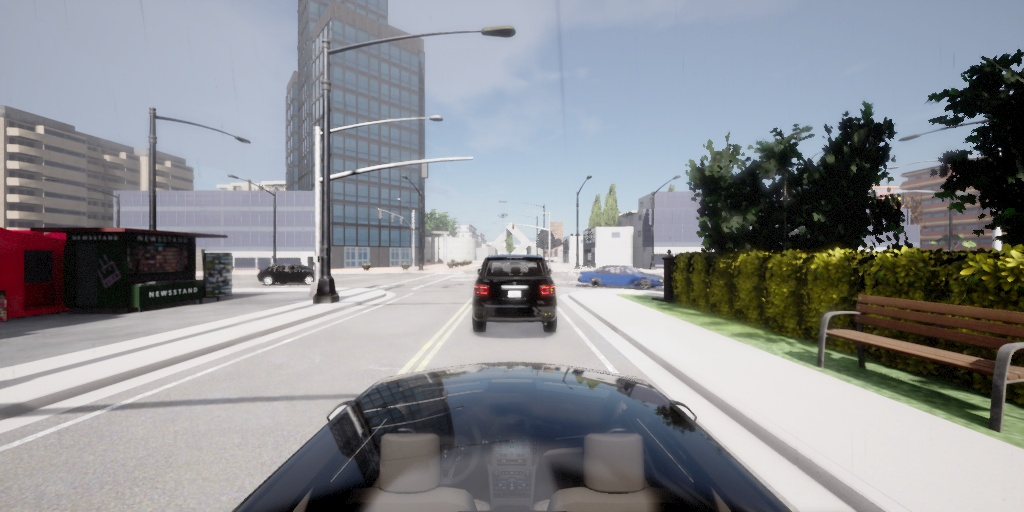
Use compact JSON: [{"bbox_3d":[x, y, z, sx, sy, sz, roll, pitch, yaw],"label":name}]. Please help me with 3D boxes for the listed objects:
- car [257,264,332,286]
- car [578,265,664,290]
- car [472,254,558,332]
[{"bbox_3d":[-15.713,1.351,26.066,4.892,1.490,1.837,0,0,0],"label":"car"},{"bbox_3d":[6.858,1.295,22.444,5.357,1.411,2.033,0,0,33],"label":"car"},{"bbox_3d":[0.080,0.971,10.953,2.150,2.045,5.566,0,0,0],"label":"car"}]
